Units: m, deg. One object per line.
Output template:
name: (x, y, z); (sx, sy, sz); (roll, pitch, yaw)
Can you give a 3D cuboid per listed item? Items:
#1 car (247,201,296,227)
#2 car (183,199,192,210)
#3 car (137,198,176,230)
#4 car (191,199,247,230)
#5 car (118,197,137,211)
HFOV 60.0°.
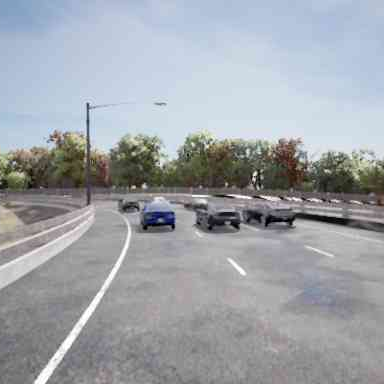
car: (4.827, 1.329, 21.447); (2.128, 1.511, 4.902); (-1, 0, -12)
car: (0.488, 1.397, 37.192); (1.895, 1.301, 4.718); (-1, 0, -19)
car: (-2.194, 1.388, 20.718); (1.882, 1.535, 5.008); (-1, 1, -11)
car: (1.470, 1.384, 20.200); (1.837, 1.490, 4.892); (-1, 1, -11)
car: (-7.268, 1.376, 38.049); (1.837, 1.490, 4.892); (0, 1, -21)
